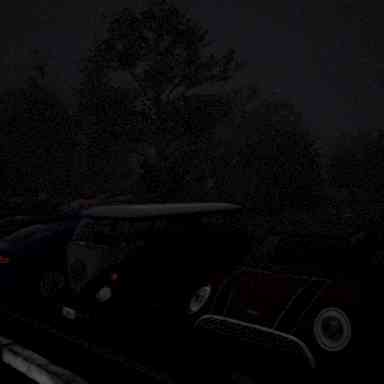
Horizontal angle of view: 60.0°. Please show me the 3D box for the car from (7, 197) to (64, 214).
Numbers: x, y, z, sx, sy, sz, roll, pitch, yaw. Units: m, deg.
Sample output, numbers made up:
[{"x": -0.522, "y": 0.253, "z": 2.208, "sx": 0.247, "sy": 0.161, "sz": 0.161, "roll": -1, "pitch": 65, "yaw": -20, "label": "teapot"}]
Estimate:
[{"x": -15.845, "y": 1.342, "z": 33.874, "sx": 2.163, "sy": 1.488, "sz": 4.792, "roll": 0, "pitch": 0, "yaw": 35, "label": "car"}]

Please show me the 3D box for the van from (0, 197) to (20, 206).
[{"x": -9.685, "y": 1.163, "z": 13.261, "sx": 1.878, "sy": 1.987, "sz": 4.442, "roll": 0, "pitch": 0, "yaw": 35, "label": "van"}]

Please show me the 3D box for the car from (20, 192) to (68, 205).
[{"x": -13.610, "y": 1.070, "z": 32.214, "sx": 2.435, "sy": 2.045, "sz": 5.566, "roll": 0, "pitch": 0, "yaw": 35, "label": "car"}]

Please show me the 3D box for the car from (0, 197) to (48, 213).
[{"x": -18.148, "y": 1.335, "z": 35.442, "sx": 2.163, "sy": 1.488, "sz": 4.792, "roll": 0, "pitch": 0, "yaw": 35, "label": "car"}]

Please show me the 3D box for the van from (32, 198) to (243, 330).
[{"x": -0.548, "y": 1.226, "z": 6.761, "sx": 1.878, "sy": 1.987, "sz": 4.442, "roll": 0, "pitch": 0, "yaw": 35, "label": "van"}]

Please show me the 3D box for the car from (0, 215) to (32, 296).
[{"x": -2.769, "y": 1.436, "z": 8.477, "sx": 2.097, "sy": 1.535, "sz": 5.008, "roll": 0, "pitch": 0, "yaw": 35, "label": "car"}]

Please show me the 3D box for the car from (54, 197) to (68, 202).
[{"x": -9.157, "y": 1.383, "z": 29.078, "sx": 2.002, "sy": 1.452, "sz": 4.674, "roll": 0, "pitch": 0, "yaw": 35, "label": "car"}]

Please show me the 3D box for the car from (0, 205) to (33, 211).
[{"x": -7.351, "y": 1.434, "z": 11.708, "sx": 2.163, "sy": 1.488, "sz": 4.792, "roll": 0, "pitch": 0, "yaw": 35, "label": "car"}]

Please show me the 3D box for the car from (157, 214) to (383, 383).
[{"x": 1.821, "y": 1.342, "z": 5.256, "sx": 2.185, "sy": 1.767, "sz": 4.553, "roll": 0, "pitch": 0, "yaw": 35, "label": "car"}]

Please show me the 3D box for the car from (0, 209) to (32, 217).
[{"x": -5.067, "y": 1.450, "z": 10.083, "sx": 2.163, "sy": 1.488, "sz": 4.792, "roll": 0, "pitch": 0, "yaw": 35, "label": "car"}]

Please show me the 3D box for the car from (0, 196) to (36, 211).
[{"x": -20.403, "y": 1.299, "z": 37.076, "sx": 2.097, "sy": 1.535, "sz": 5.008, "roll": 0, "pitch": 0, "yaw": 35, "label": "car"}]

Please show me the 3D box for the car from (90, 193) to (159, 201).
[{"x": -4.633, "y": 1.121, "z": 25.827, "sx": 2.435, "sy": 2.045, "sz": 5.566, "roll": 0, "pitch": 0, "yaw": 35, "label": "car"}]

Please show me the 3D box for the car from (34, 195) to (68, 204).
[{"x": -11.326, "y": 1.332, "z": 30.618, "sx": 2.097, "sy": 1.535, "sz": 5.008, "roll": 0, "pitch": 0, "yaw": 35, "label": "car"}]

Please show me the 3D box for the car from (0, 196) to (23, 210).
[{"x": -22.778, "y": 1.289, "z": 38.545, "sx": 1.946, "sy": 1.575, "sz": 5.366, "roll": 0, "pitch": 0, "yaw": 35, "label": "car"}]

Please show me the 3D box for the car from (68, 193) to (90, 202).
[{"x": -6.802, "y": 1.106, "z": 27.370, "sx": 2.435, "sy": 2.045, "sz": 5.566, "roll": 0, "pitch": 0, "yaw": 35, "label": "car"}]
